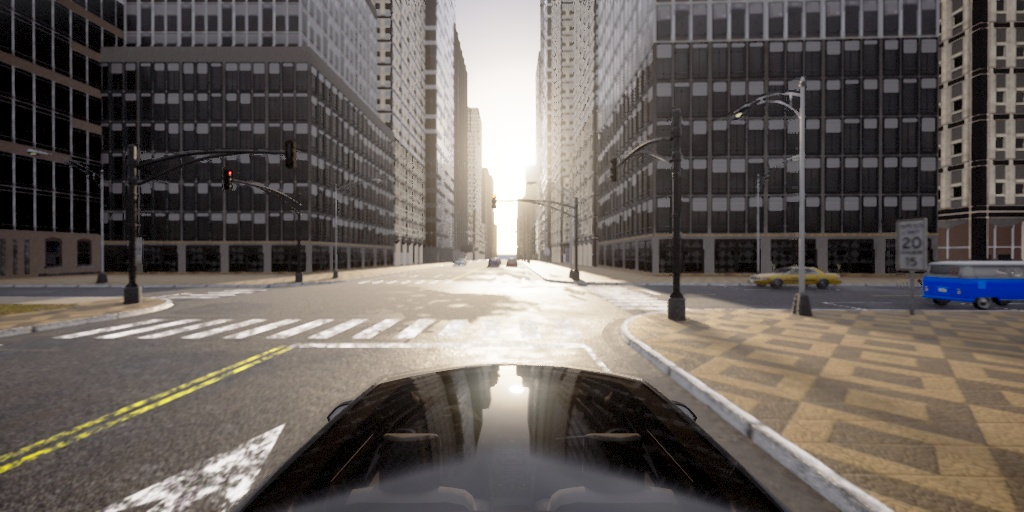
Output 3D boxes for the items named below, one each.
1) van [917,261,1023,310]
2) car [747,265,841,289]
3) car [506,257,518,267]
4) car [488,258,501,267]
[{"bbox_3d":[18.357,1.079,13.689,3.998,1.789,1.690,0,0,2],"label":"van"},{"bbox_3d":[17.086,1.225,21.861,4.829,1.417,1.751,0,0,2],"label":"car"},{"bbox_3d":[-0.003,1.209,64.858,1.994,1.385,4.181,0,0,0],"label":"car"},{"bbox_3d":[-3.254,1.123,64.025,1.882,1.535,5.008,0,0,0],"label":"car"}]
